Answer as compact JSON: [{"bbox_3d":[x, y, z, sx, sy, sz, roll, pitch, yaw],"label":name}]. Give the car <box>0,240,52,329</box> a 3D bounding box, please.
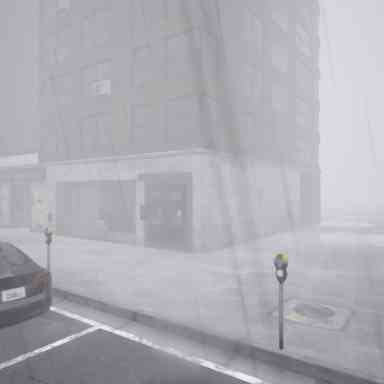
[{"bbox_3d":[-4.349,1.565,6.188,4.313,1.339,1.947,0,0,36],"label":"car"}]
